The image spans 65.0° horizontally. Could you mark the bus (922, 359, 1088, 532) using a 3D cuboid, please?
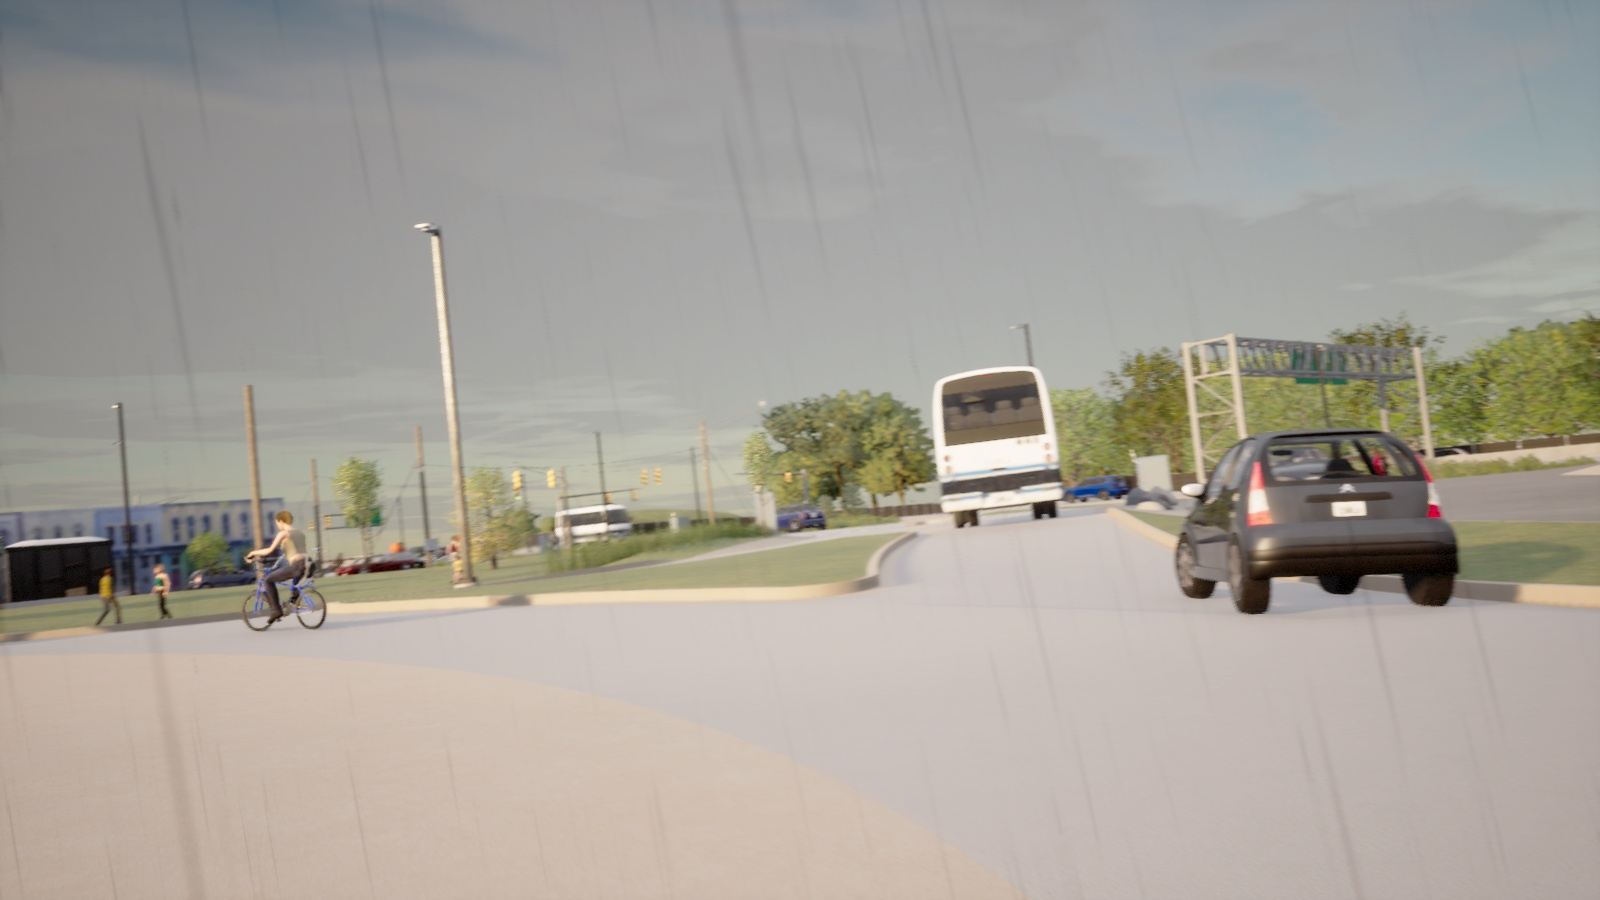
[{"bbox_3d":[6.391,0.083,38.966,3.944,4.253,10.273,-7,-3,10],"label":"bus"}]

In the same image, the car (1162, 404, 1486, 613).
[{"bbox_3d":[4.785,0.624,12.133,1.851,1.617,3.988,-3,-5,8],"label":"car"}]

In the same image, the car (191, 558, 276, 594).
[{"bbox_3d":[-32.750,7.293,72.594,3.988,1.617,1.851,-2,-6,-44],"label":"car"}]

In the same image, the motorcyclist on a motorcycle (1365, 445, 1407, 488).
[{"bbox_3d":[22.413,0.610,48.025,0.797,1.523,2.044,-7,-3,40],"label":"motorcyclist on a motorcycle"}]

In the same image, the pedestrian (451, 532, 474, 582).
[{"bbox_3d":[-12.601,3.992,46.908,0.345,1.836,0.594,-9,-5,32],"label":"pedestrian"}]

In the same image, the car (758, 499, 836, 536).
[{"bbox_3d":[-0.201,3.986,74.049,2.097,1.767,4.553,-3,-4,-38],"label":"car"}]

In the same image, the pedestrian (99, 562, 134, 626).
[{"bbox_3d":[-20.656,4.336,37.936,0.370,1.835,0.726,-9,-5,32],"label":"pedestrian"}]

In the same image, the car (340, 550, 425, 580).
[{"bbox_3d":[-26.276,7.224,79.141,1.895,1.301,4.718,-10,-5,39],"label":"car"}]

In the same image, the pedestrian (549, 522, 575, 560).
[{"bbox_3d":[-12.378,4.714,65.275,0.874,1.855,0.900,-3,-5,-38],"label":"pedestrian"}]

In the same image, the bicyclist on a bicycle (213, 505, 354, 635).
[{"bbox_3d":[-6.909,1.599,16.812,1.509,1.612,0.866,-6,-3,24],"label":"bicyclist on a bicycle"}]

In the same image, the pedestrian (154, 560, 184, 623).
[{"bbox_3d":[-19.105,4.291,38.030,0.345,1.836,0.594,-10,-5,39],"label":"pedestrian"}]
